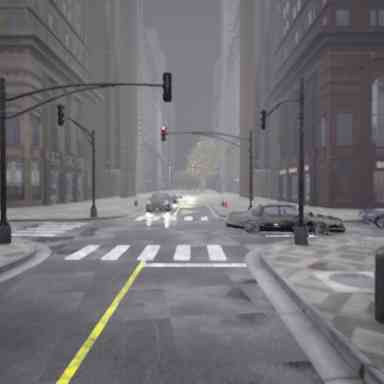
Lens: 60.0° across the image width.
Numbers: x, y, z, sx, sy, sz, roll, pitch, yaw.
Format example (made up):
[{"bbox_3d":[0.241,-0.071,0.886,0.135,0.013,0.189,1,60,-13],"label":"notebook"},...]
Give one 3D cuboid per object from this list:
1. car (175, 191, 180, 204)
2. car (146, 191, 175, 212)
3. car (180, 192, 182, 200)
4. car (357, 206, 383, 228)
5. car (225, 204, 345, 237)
[{"bbox_3d":[-2.870,0.815,43.570,1.812,1.442,4.674,0,1,0],"label":"car"},{"bbox_3d":[-2.949,0.850,30.456,2.097,1.767,4.553,0,1,0],"label":"car"},{"bbox_3d":[-2.720,0.572,59.563,1.812,1.442,4.674,0,1,1],"label":"car"},{"bbox_3d":[11.974,1.253,19.036,4.674,1.442,1.812,0,1,2],"label":"car"},{"bbox_3d":[4.292,1.295,15.863,5.357,1.411,2.033,0,1,14],"label":"car"}]
